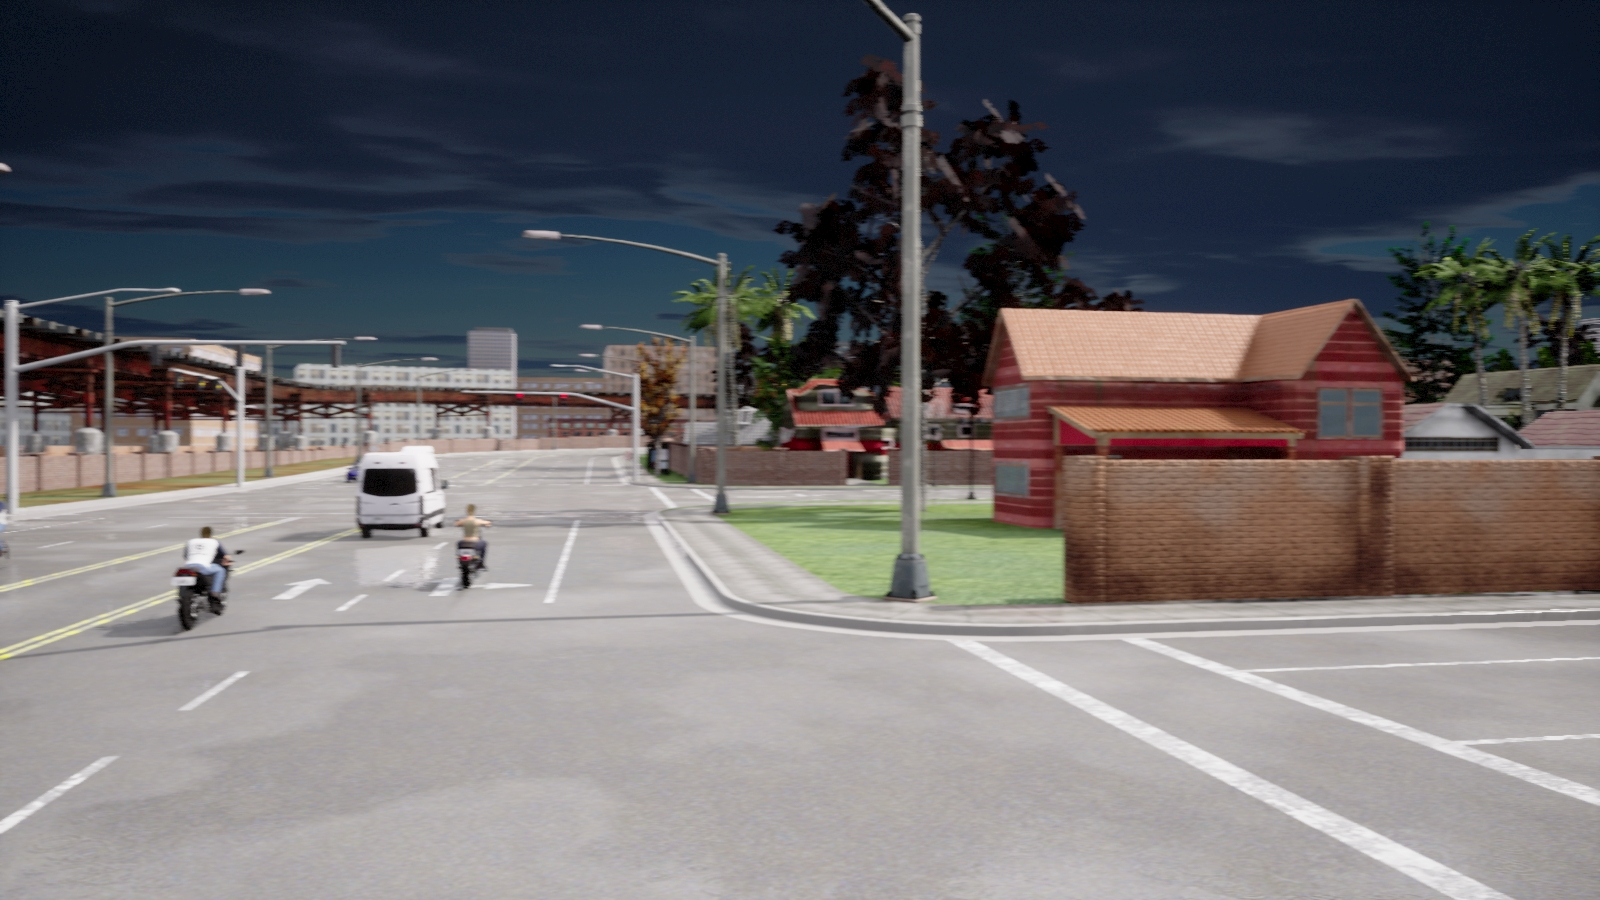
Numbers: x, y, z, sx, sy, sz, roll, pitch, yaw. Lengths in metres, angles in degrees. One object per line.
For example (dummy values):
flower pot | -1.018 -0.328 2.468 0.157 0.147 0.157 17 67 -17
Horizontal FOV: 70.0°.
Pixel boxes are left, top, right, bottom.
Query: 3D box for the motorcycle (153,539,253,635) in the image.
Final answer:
motorcycle | -9.233 2.081 17.767 0.803 1.224 2.033 0 0 -10

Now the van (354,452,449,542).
van | -12.504 1.364 36.196 1.988 2.561 5.915 0 0 -11

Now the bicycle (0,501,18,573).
bicycle | -17.571 1.904 24.759 0.373 1.521 1.643 0 1 -10
